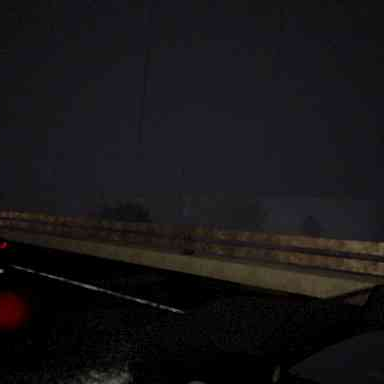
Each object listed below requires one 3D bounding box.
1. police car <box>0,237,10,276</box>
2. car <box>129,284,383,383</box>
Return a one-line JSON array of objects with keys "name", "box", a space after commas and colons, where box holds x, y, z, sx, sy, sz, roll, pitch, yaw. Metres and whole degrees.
[{"name": "police car", "box": [-6.825, 1.360, 8.784, 5.238, 1.638, 1.930, 0, 0, 36]}, {"name": "car", "box": [1.963, 1.549, 2.602, 5.357, 1.411, 2.033, 0, 0, 36]}]
